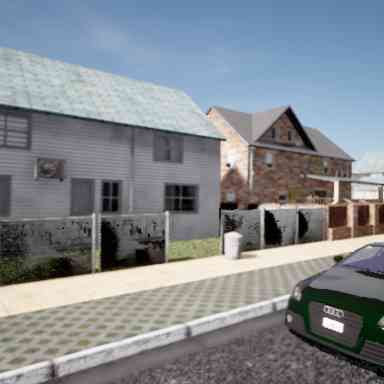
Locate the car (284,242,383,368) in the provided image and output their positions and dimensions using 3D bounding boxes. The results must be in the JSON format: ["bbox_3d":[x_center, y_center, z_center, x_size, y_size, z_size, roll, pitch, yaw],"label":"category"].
[{"bbox_3d":[3.489,1.588,5.570,4.181,1.385,1.994,0,0,-36],"label":"car"}]
